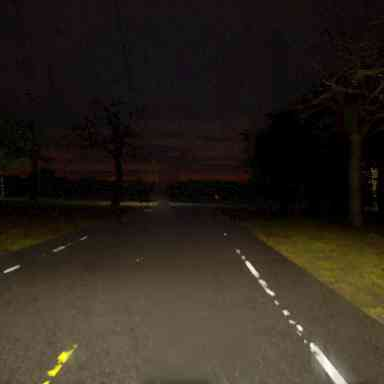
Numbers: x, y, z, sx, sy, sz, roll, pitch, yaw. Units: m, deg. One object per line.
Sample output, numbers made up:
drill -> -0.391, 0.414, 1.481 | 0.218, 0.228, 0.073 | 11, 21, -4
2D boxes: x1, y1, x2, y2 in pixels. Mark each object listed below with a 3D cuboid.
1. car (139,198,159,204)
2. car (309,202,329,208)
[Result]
car -> -10.427, 2.044, 80.733 | 5.008, 1.535, 1.882 | 2, 0, 0
car -> 33.417, 3.347, 87.491 | 4.902, 1.511, 2.128 | 2, 0, 0
